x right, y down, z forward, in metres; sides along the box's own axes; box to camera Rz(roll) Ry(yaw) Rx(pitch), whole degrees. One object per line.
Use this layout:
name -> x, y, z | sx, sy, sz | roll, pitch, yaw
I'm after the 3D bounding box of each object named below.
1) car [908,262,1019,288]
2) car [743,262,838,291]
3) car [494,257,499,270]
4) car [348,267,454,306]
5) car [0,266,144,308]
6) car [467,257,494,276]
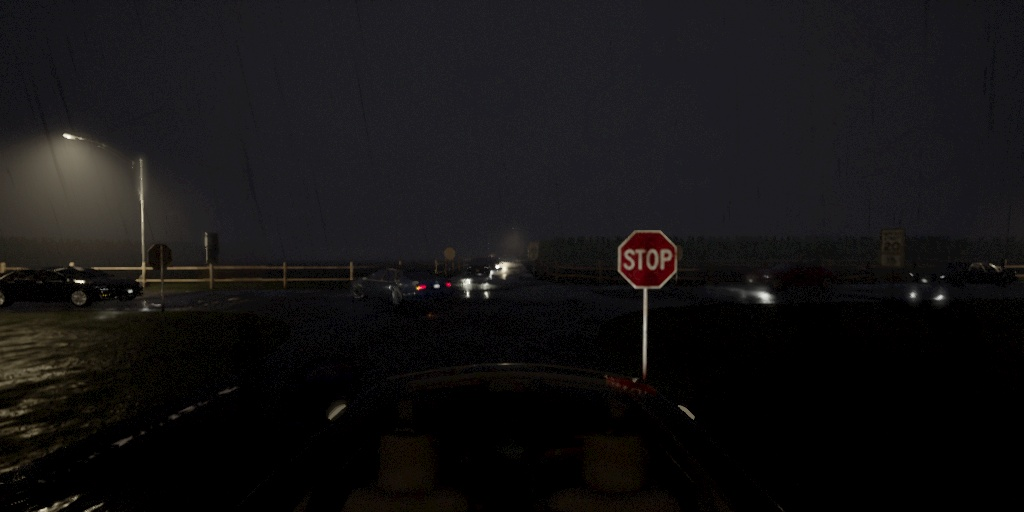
car -> 26.252, 1.037, 20.875 | 5.357, 1.411, 2.033 | 0, 1, -8
car -> 15.108, 1.042, 19.492 | 4.674, 1.442, 1.812 | 0, 1, -7
car -> -2.930, 0.864, 41.665 | 1.994, 1.385, 4.181 | 0, 1, 0
car -> -4.734, 1.154, 14.932 | 5.357, 1.411, 2.033 | 0, 1, 40
car -> -17.577, 1.160, 14.143 | 4.892, 1.490, 1.837 | 0, 1, -2
car -> -2.875, 0.892, 31.679 | 1.882, 1.535, 5.008 | 0, 1, -1
